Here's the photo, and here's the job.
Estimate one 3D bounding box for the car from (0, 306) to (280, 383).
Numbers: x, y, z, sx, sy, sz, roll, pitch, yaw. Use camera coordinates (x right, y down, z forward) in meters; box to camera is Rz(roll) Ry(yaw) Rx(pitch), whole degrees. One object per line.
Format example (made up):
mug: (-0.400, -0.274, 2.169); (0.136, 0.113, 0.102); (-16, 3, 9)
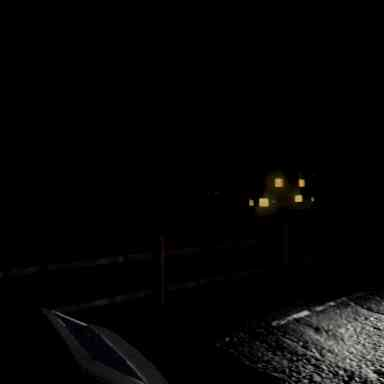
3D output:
car: (-1.722, 1.603, 1.880); (4.718, 1.301, 1.895); (0, 0, -36)
